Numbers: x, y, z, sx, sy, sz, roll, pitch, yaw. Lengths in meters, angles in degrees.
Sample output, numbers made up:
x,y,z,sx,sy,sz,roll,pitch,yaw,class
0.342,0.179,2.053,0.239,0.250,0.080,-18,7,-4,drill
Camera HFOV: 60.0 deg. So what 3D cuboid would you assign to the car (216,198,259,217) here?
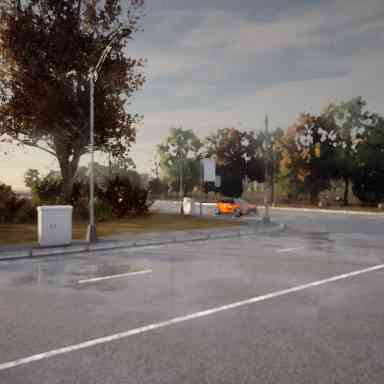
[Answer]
x,y,z,sx,sy,sz,roll,pitch,yaw,class
4.238,1.362,31.623,2.097,1.767,4.553,0,0,-32,car
